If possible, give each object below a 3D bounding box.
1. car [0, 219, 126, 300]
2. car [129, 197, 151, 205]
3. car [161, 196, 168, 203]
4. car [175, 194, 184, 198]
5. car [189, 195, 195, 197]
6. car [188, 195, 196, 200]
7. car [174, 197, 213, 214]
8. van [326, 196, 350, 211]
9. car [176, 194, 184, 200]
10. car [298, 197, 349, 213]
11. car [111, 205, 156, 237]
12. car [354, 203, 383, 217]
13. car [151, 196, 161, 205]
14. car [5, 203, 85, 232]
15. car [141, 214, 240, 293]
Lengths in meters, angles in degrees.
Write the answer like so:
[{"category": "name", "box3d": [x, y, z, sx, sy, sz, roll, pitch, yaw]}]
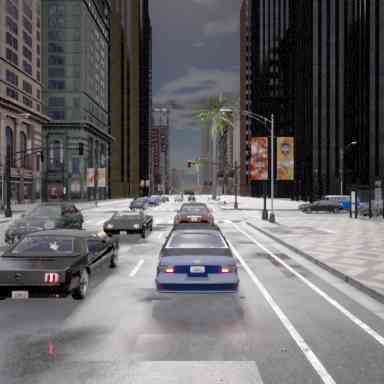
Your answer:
[{"category": "car", "box3d": [-3.151, 1.600, 8.335, 1.895, 1.301, 4.718, 0, 0, 0]}, {"category": "car", "box3d": [-6.608, 1.506, 41.446, 1.837, 1.490, 4.892, 0, 0, 0]}, {"category": "car", "box3d": [-6.526, 1.529, 68.042, 1.812, 1.442, 4.674, 0, 0, 0]}, {"category": "car", "box3d": [-3.271, 1.522, 80.402, 1.812, 1.442, 4.674, 0, 0, 0]}, {"category": "car", "box3d": [-0.021, 1.529, 81.255, 1.812, 1.442, 4.674, 0, 0, 0]}, {"category": "car", "box3d": [-0.023, 1.546, 91.476, 2.033, 1.411, 5.357, 0, 0, 0]}, {"category": "car", "box3d": [0.116, 1.352, 18.406, 2.097, 1.767, 4.553, 0, 0, 0]}, {"category": "van", "box3d": [17.057, 1.315, 38.137, 3.998, 1.788, 1.690, 0, 0, 0]}, {"category": "car", "box3d": [-3.273, 1.316, 90.405, 1.882, 1.535, 5.008, 0, 0, 0]}, {"category": "car", "box3d": [13.729, 1.509, 35.471, 4.674, 1.442, 1.812, 0, 0, 2]}, {"category": "car", "box3d": [-3.159, 1.601, 17.503, 1.895, 1.301, 4.718, 0, 0, 0]}, {"category": "car", "box3d": [17.064, 1.549, 29.613, 4.403, 1.369, 2.008, 0, 0, 0]}, {"category": "car", "box3d": [-6.602, 1.480, 54.298, 1.882, 1.535, 5.008, 0, 1, 0]}, {"category": "car", "box3d": [-6.603, 1.351, 15.443, 2.097, 1.767, 4.553, 0, 0, 0]}, {"category": "car", "box3d": [0.100, 1.547, 8.963, 2.033, 1.411, 5.357, 0, 0, 0]}]
